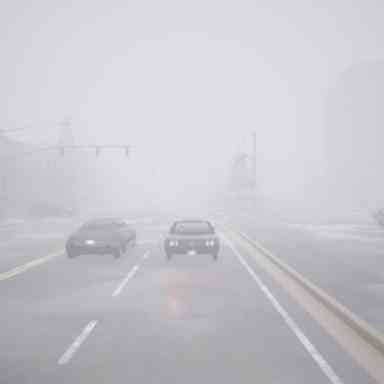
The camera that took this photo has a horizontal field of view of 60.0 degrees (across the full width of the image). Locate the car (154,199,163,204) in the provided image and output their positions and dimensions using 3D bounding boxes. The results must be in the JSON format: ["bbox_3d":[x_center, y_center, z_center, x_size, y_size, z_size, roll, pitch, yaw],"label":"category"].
[{"bbox_3d":[-9.000,2.499,88.826,1.812,1.442,4.674,0,-1,-2],"label":"car"}]

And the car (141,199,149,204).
[{"bbox_3d":[-12.499,2.514,88.733,2.033,1.411,5.357,0,-1,-2],"label":"car"}]

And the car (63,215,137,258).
[{"bbox_3d":[-3.485,1.716,13.460,1.994,1.385,4.181,0,-1,0],"label":"car"}]

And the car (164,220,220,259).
[{"bbox_3d":[0.012,1.750,13.225,1.895,1.301,4.718,0,-1,0],"label":"car"}]

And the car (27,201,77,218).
[{"bbox_3d":[-14.124,1.674,33.795,4.553,1.767,2.097,0,-1,-2],"label":"car"}]

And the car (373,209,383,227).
[{"bbox_3d":[14.264,1.393,21.293,4.605,1.855,1.932,0,-1,-2],"label":"car"}]
